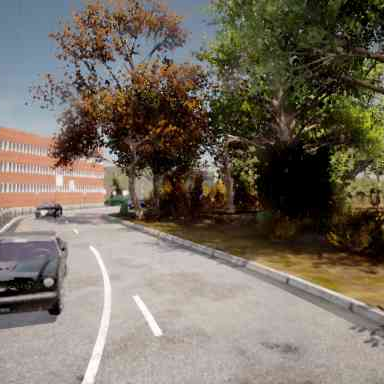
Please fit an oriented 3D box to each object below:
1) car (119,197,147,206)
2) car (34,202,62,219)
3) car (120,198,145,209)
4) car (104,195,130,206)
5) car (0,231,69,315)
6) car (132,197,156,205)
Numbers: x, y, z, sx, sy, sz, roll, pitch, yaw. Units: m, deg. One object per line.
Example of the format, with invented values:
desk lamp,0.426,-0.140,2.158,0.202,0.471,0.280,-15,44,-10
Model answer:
car,-11.675,1.861,65.727,5.008,1.535,2.097,0,0,14
car,-13.402,1.655,31.146,2.128,1.511,4.902,0,0,-13
car,-8.125,1.897,47.887,1.895,1.301,4.718,0,0,14
car,-13.050,1.584,60.245,5.566,2.045,2.435,0,0,14
car,-3.787,1.607,7.387,1.895,1.301,4.718,0,0,-19
car,-10.321,1.923,71.213,4.674,1.452,2.002,0,0,14
